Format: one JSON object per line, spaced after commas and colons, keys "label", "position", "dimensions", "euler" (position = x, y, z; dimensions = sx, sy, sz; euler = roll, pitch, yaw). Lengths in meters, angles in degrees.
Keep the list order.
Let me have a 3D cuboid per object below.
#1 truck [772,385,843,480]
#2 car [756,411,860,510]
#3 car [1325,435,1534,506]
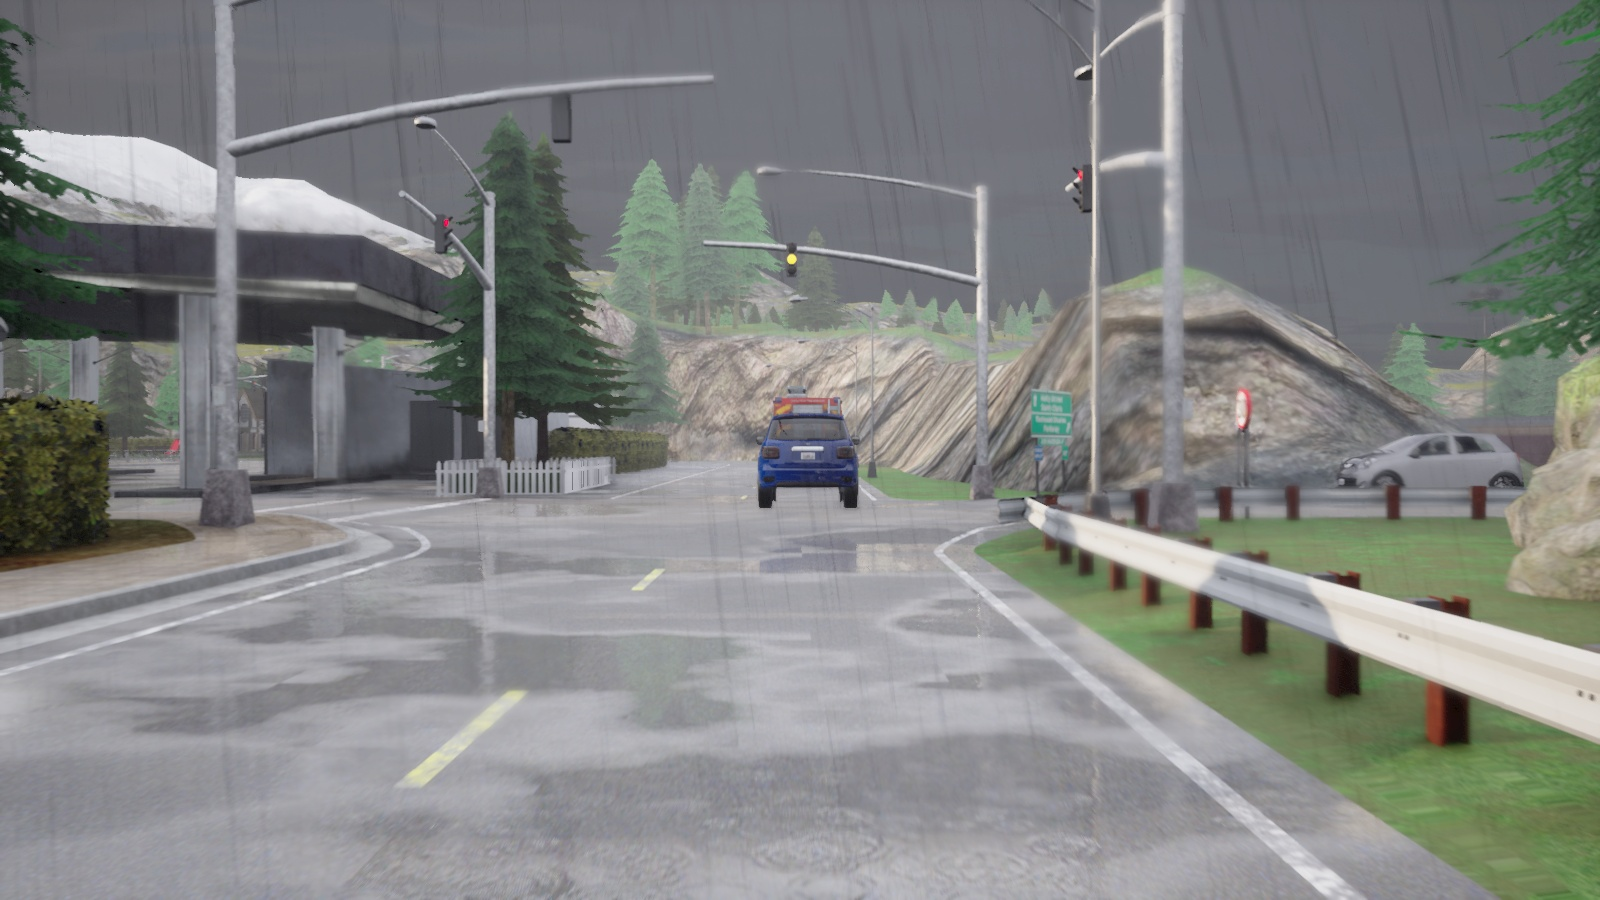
{"label": "truck", "position": [0.331, -0.727, 54.903], "dimensions": [2.891, 3.827, 8.468], "euler": [0, 0, 0]}
{"label": "car", "position": [0.180, 0.223, 28.604], "dimensions": [2.150, 2.045, 5.566], "euler": [0, 0, 0]}
{"label": "car", "position": [13.671, 0.425, 27.431], "dimensions": [3.633, 1.501, 1.845], "euler": [0, 0, 0]}
